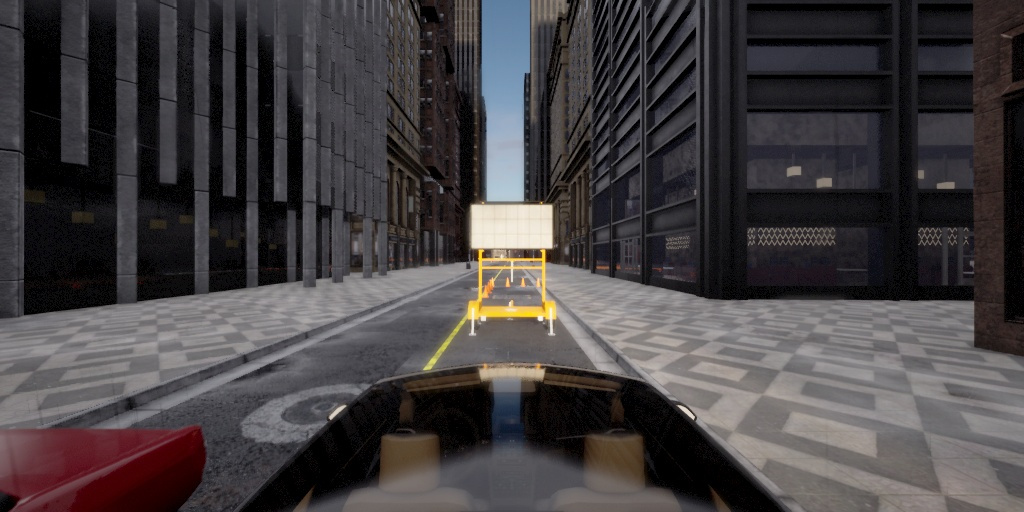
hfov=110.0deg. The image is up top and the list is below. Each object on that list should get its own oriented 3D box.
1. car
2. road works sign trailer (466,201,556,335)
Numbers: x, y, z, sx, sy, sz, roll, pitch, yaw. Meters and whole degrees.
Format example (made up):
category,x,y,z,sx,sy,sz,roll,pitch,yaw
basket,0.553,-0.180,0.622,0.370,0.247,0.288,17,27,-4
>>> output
category,x,y,z,sx,sy,sz,roll,pitch,yaw
car,-2.995,1.350,0.153,1.895,1.301,4.718,0,0,0
road works sign trailer,0.001,0.217,10.468,2.380,3.560,2.880,0,0,0
